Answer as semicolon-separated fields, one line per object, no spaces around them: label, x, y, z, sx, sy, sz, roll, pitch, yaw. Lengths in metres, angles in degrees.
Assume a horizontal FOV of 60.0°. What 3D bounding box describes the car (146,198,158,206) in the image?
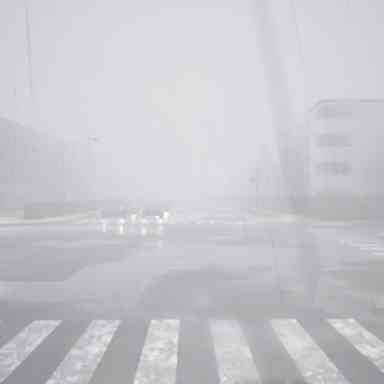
car;-7.794;1.858;65.005;2.128;1.511;4.902;0;0;-6

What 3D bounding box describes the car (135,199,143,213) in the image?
car;-7.185;1.741;38.251;1.812;1.442;4.674;0;0;-1

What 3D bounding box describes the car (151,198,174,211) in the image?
car;-3.839;1.739;44.062;2.128;1.511;4.902;0;0;-1

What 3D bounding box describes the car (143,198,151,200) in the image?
car;-7.410;1.778;50.869;2.128;1.511;4.902;0;0;-1

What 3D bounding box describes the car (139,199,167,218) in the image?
car;-3.689;1.707;32.272;1.812;1.442;4.674;0;0;-2

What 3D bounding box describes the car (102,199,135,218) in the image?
car;-7.234;1.533;32.263;2.097;1.767;4.553;0;0;-1
